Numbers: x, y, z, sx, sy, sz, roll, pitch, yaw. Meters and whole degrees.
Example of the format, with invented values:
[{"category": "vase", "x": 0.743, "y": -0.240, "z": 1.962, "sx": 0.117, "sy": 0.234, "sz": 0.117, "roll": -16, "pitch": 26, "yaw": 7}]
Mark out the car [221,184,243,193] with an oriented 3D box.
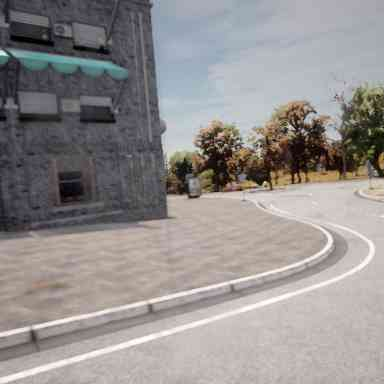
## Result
[{"category": "car", "x": 6.485, "y": -0.527, "z": 54.216, "sx": 1.994, "sy": 1.385, "sz": 4.181, "roll": -6, "pitch": 0, "yaw": -31}]
